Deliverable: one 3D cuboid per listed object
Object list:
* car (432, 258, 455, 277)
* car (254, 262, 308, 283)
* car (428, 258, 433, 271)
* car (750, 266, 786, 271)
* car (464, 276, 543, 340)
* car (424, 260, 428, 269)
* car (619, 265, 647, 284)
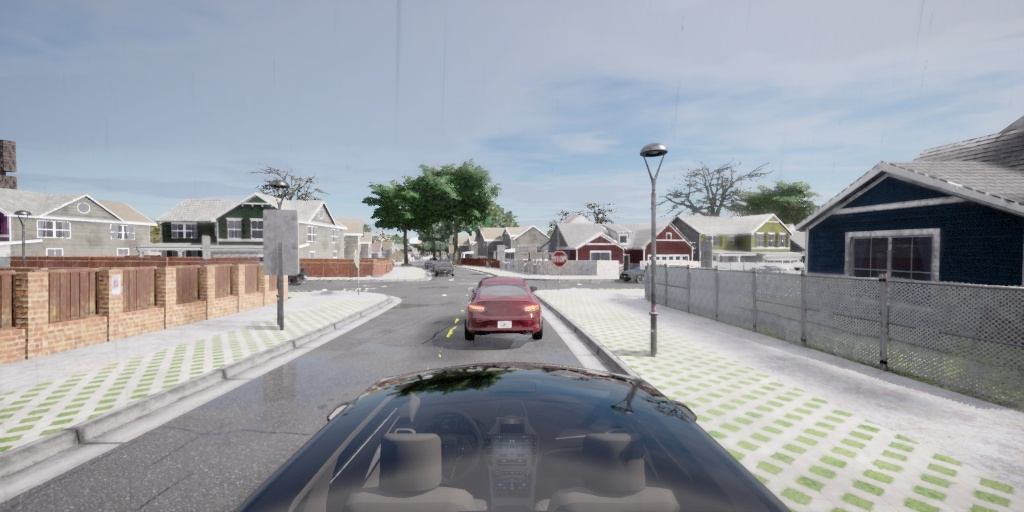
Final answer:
[{"bbox_3d":[-6.970,1.270,36.716,1.837,1.490,4.892,0,0,-13],"label":"car"},{"bbox_3d":[-15.854,1.103,23.030,4.892,1.490,1.837,0,1,-9],"label":"car"},{"bbox_3d":[-9.462,1.275,46.450,1.837,1.490,4.892,0,0,-16],"label":"car"},{"bbox_3d":[22.353,1.547,31.628,4.181,1.385,1.994,1,1,-17],"label":"car"},{"bbox_3d":[-0.254,1.274,9.831,1.812,1.442,4.674,0,0,-2],"label":"car"},{"bbox_3d":[-12.710,1.322,56.570,2.033,1.411,5.357,0,0,-19],"label":"car"},{"bbox_3d":[10.665,1.429,28.365,4.181,1.385,1.994,1,1,-16],"label":"car"}]
